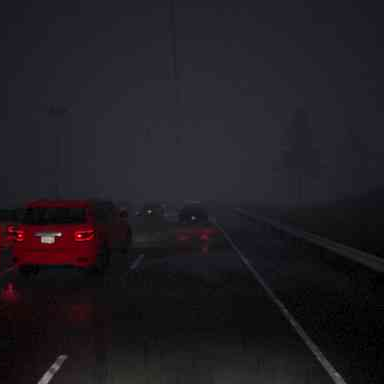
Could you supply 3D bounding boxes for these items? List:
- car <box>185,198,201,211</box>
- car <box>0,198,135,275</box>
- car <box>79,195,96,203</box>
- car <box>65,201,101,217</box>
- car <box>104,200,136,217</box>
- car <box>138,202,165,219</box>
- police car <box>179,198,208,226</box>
[{"bbox_3d":[0.084,1.511,41.059,1.812,1.442,4.674,0,0,0],"label":"car"},{"bbox_3d":[-3.403,1.217,10.524,2.150,2.045,5.566,0,0,0],"label":"car"},{"bbox_3d":[-21.027,1.451,67.338,1.882,1.535,5.008,0,0,0],"label":"car"},{"bbox_3d":[-10.413,1.588,32.204,1.895,1.301,4.718,0,0,0],"label":"car"},{"bbox_3d":[-6.912,1.535,32.622,2.033,1.411,5.357,0,0,0],"label":"car"},{"bbox_3d":[-3.411,1.553,28.813,1.994,1.385,4.181,0,0,0],"label":"car"},{"bbox_3d":[0.091,1.416,23.316,1.930,1.638,5.238,0,0,0],"label":"police car"}]
